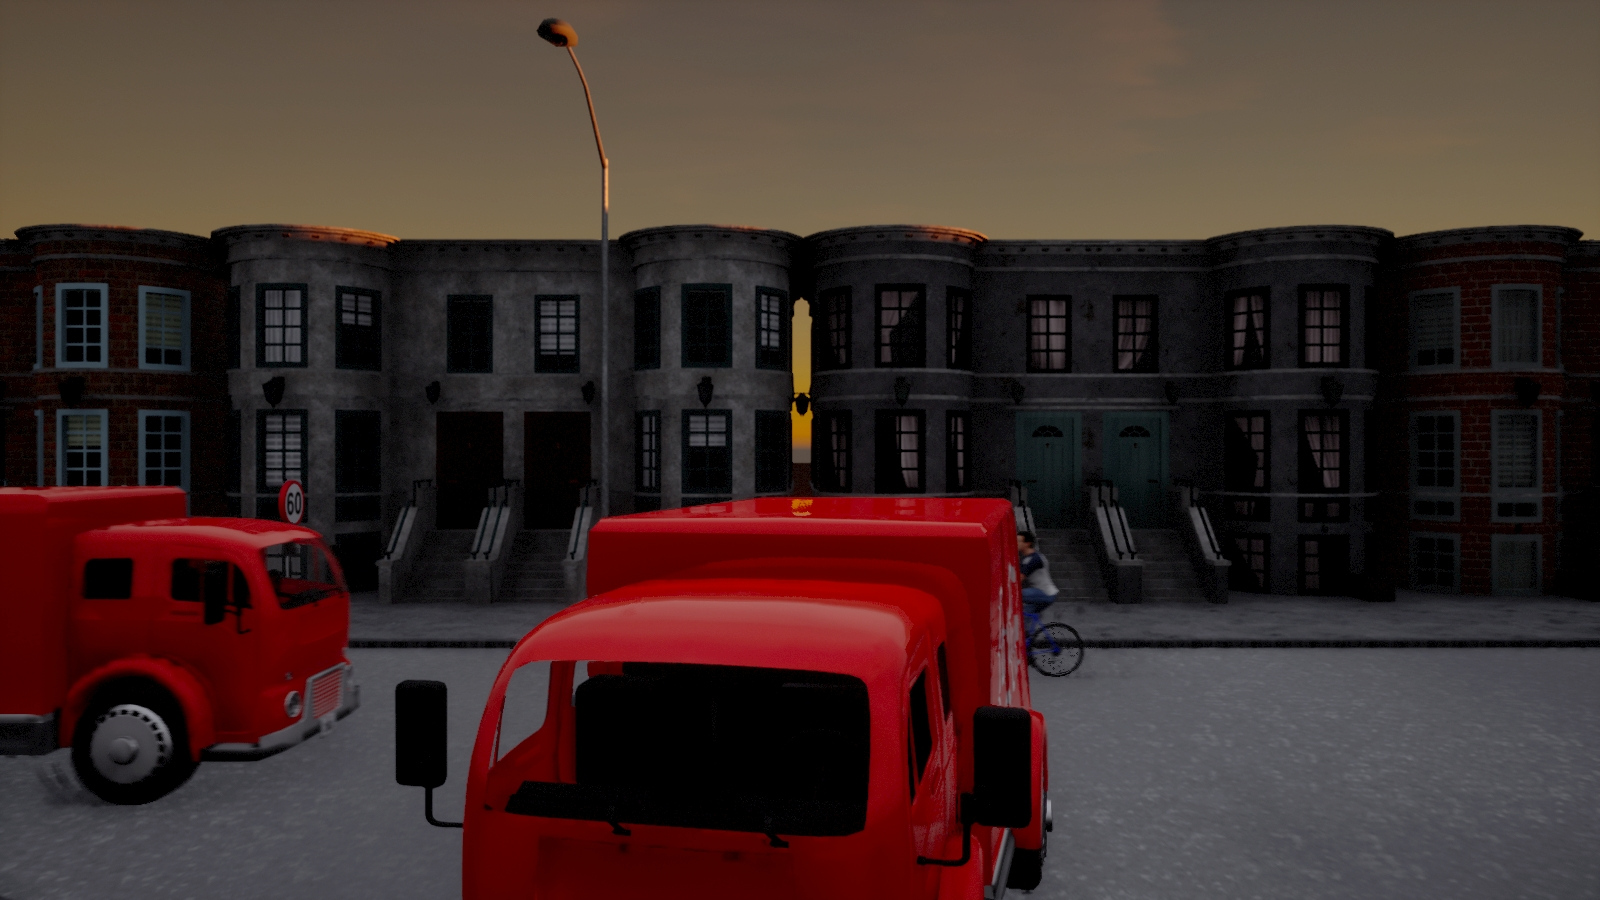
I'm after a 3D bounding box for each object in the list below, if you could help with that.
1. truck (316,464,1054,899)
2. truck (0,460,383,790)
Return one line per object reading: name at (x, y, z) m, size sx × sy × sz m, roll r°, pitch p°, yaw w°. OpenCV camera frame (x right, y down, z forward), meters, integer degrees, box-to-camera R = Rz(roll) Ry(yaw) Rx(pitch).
truck at (0.078, 1.347, 6.444) m, size 2.627 × 2.467 × 5.204 m, roll 0°, pitch 0°, yaw 13°
truck at (-6.742, 1.342, 10.011) m, size 5.204 × 2.467 × 2.627 m, roll 0°, pitch 0°, yaw 0°
